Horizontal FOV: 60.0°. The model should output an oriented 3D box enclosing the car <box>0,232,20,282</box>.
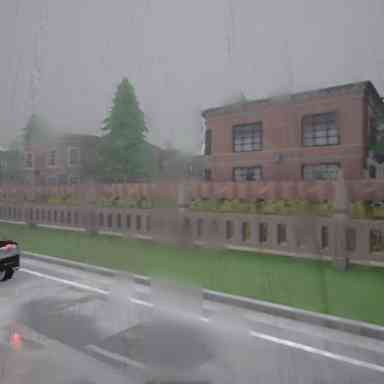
[{"bbox_3d":[-6.338,1.486,8.621,4.902,1.511,2.128,0,0,37],"label":"car"}]
